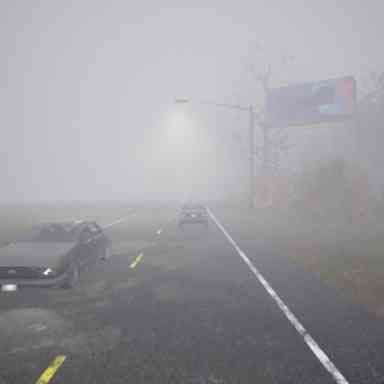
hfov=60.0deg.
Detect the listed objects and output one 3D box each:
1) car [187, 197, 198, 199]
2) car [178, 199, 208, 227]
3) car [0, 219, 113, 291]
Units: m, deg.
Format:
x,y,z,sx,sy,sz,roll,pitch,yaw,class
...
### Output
x,y,z,sx,sy,sz,roll,pitch,yaw,class
0.102,1.276,41.898,2.033,1.411,5.357,0,0,0,car
0.092,1.409,21.473,2.033,1.411,5.357,0,0,0,car
-3.596,1.487,9.221,2.033,1.411,5.357,0,0,0,car
